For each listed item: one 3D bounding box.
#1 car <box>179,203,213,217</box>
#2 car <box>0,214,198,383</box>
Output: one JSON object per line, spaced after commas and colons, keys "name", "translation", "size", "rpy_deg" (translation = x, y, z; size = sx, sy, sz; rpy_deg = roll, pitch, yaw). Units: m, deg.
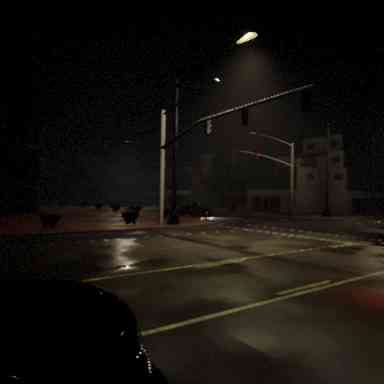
{"name": "car", "translation": [0.377, 1.881, 35.095], "size": [1.994, 1.385, 4.181], "rpy_deg": [2, -1, -35]}
{"name": "car", "translation": [-2.835, 1.208, 1.726], "size": [5.566, 2.045, 2.150], "rpy_deg": [0, 0, -36]}
